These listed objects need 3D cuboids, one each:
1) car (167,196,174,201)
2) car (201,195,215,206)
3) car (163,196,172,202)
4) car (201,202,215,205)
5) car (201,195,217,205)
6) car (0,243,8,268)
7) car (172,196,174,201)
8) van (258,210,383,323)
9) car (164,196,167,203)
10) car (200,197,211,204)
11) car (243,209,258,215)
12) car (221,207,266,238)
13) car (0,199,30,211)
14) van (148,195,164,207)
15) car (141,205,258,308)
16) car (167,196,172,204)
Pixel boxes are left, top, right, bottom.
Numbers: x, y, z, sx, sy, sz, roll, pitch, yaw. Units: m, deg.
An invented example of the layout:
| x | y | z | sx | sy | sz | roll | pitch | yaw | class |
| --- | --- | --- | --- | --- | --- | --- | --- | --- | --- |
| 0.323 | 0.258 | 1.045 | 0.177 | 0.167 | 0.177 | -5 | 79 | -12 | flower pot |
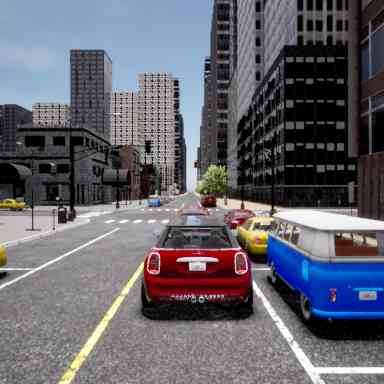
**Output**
| x | y | z | sx | sy | sz | roll | pitch | yaw | class |
| --- | --- | --- | --- | --- | --- | --- | --- | --- | --- |
| -5.738 | 1.673 | 89.129 | 1.752 | 1.417 | 4.829 | 0 | 0 | 0 | car |
| 2.658 | 1.380 | 56.162 | 2.192 | 1.841 | 5.009 | 0 | 0 | 0 | car |
| -5.732 | 1.668 | 78.251 | 2.008 | 1.369 | 4.403 | 0 | 0 | 0 | car |
| 0.091 | 1.482 | 17.271 | 1.882 | 1.535 | 5.008 | 0 | 0 | 0 | car |
| 2.661 | 1.369 | 50.638 | 2.192 | 1.841 | 5.009 | 0 | 0 | 0 | car |
| -5.696 | 1.525 | 6.749 | 1.752 | 1.417 | 4.829 | 0 | 0 | 0 | car |
| -5.729 | 1.653 | 72.727 | 2.008 | 1.369 | 4.403 | 0 | 0 | 0 | car |
| 2.684 | 1.341 | 6.923 | 1.690 | 1.788 | 3.998 | 0 | 0 | 0 | van |
| -5.721 | 1.505 | 56.155 | 1.967 | 1.590 | 4.097 | 0 | 0 | 0 | car |
| 2.654 | 1.655 | 67.211 | 1.947 | 1.339 | 4.313 | 0 | 0 | 0 | car |
| 2.681 | 1.527 | 12.758 | 1.752 | 1.417 | 4.829 | 0 | 0 | 0 | car |
| 2.678 | 1.587 | 18.250 | 1.802 | 1.307 | 4.206 | 0 | 0 | 0 | car |
| -21.428 | 1.469 | 38.455 | 4.829 | 1.417 | 1.752 | 0 | 0 | 0 | car |
| -5.719 | 1.395 | 50.632 | 1.690 | 1.788 | 3.998 | 0 | 0 | 0 | van |
| 0.095 | 1.352 | 8.065 | 2.097 | 1.767 | 4.553 | 0 | 0 | 0 | car |
| -5.727 | 1.529 | 67.204 | 1.967 | 1.590 | 4.097 | 0 | 0 | 0 | car |
